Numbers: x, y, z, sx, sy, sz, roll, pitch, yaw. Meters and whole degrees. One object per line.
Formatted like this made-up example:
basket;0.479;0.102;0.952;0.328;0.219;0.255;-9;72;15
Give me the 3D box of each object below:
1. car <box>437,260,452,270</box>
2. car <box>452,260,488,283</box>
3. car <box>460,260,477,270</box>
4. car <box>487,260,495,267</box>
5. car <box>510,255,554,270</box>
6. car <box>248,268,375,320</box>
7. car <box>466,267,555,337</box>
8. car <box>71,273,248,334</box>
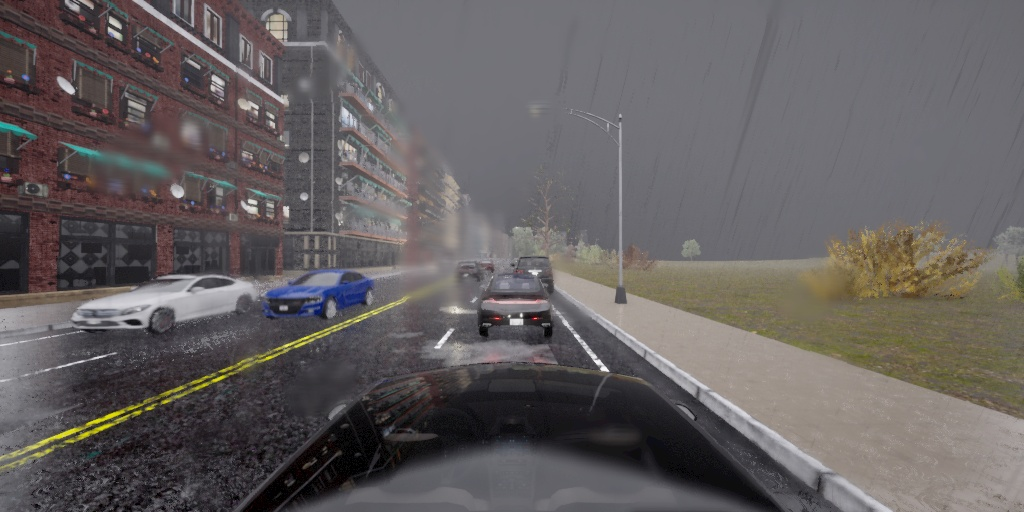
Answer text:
car;-9.879;1.297;53.709;2.033;1.411;5.357;0;0;0
car;-3.167;1.252;27.989;1.837;1.490;4.892;0;-1;0
car;-6.629;1.350;55.013;1.895;1.301;4.718;0;0;0
car;-3.178;1.228;44.713;1.882;1.535;5.008;0;0;0
car;1.126;0.977;20.208;2.150;2.045;5.566;0;0;0
car;-6.605;1.229;12.866;1.882;1.535;5.008;0;0;0
car;0.095;1.243;10.338;2.128;1.511;4.902;0;0;0
car;-9.842;1.277;10.768;1.812;1.442;4.674;0;0;0
